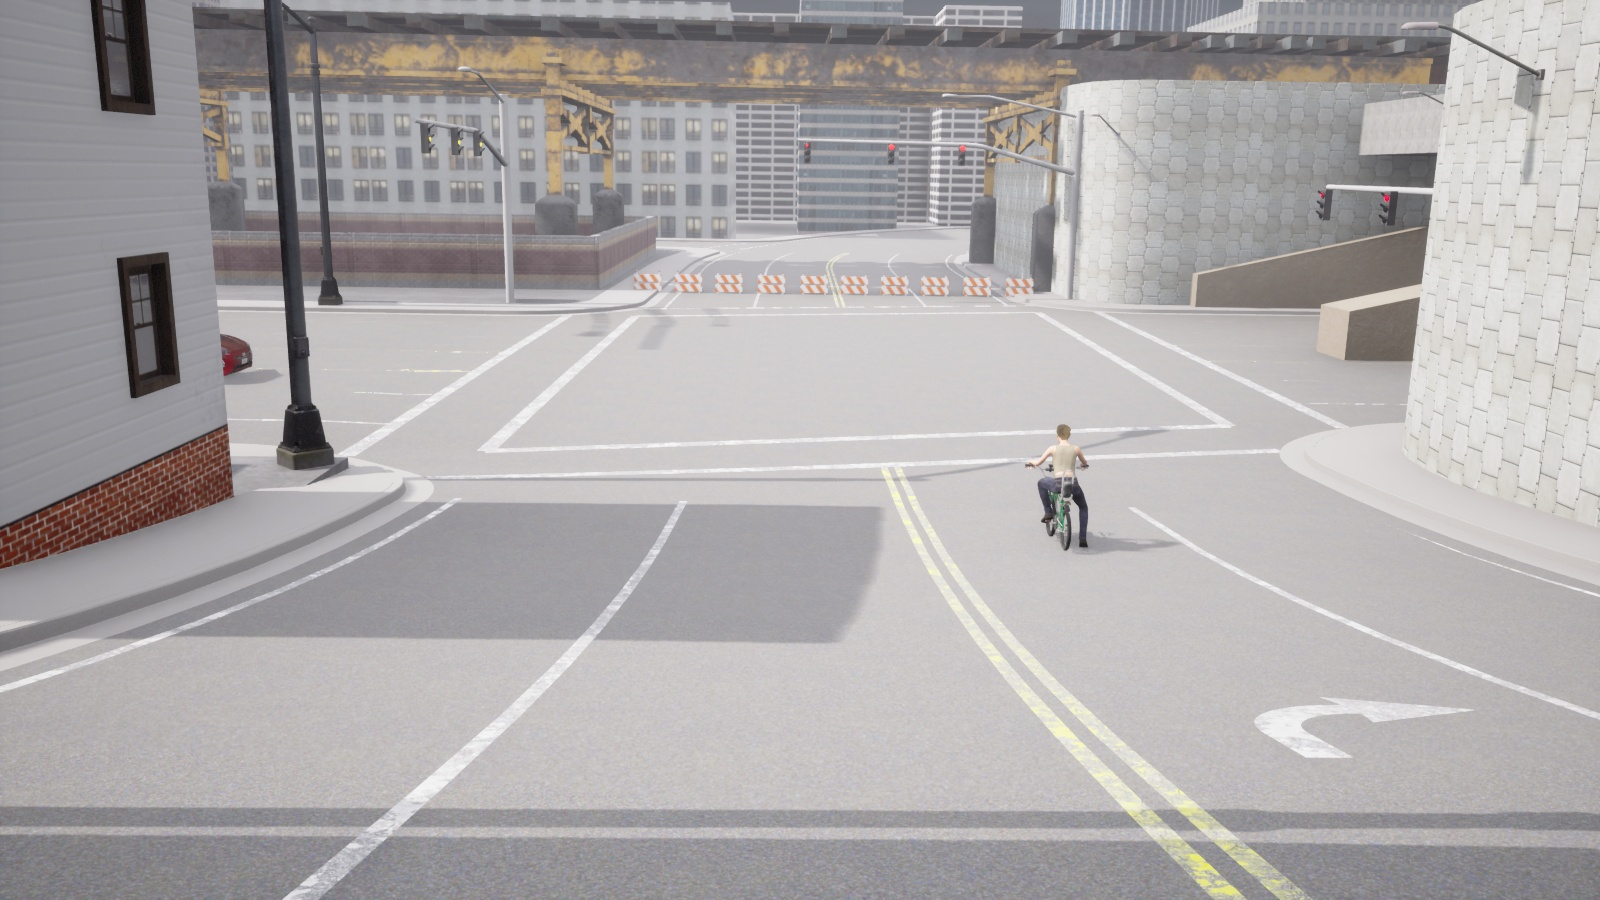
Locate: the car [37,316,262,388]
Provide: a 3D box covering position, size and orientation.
[{"bbox_3d":[-16.287,-2.487,31.642,4.514,1.525,2.007,0,12,0],"label":"car"}]

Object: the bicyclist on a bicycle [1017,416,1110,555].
[{"bbox_3d":[3.450,0.432,16.595,0.866,1.612,1.509,0,7,0],"label":"bicyclist on a bicycle"}]
